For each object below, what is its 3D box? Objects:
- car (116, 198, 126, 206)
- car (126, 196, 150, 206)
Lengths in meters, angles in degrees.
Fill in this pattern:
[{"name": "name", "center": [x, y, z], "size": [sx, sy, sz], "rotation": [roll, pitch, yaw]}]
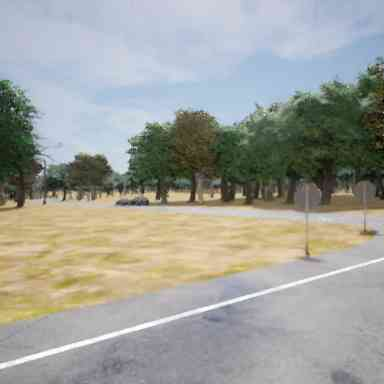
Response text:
[{"name": "car", "center": [-12.742, 1.839, 62.254], "size": [1.994, 1.385, 4.181], "rotation": [1, -1, -34]}, {"name": "car", "center": [-9.055, 1.522, 56.933], "size": [2.097, 1.767, 4.553], "rotation": [1, -1, -34]}]
